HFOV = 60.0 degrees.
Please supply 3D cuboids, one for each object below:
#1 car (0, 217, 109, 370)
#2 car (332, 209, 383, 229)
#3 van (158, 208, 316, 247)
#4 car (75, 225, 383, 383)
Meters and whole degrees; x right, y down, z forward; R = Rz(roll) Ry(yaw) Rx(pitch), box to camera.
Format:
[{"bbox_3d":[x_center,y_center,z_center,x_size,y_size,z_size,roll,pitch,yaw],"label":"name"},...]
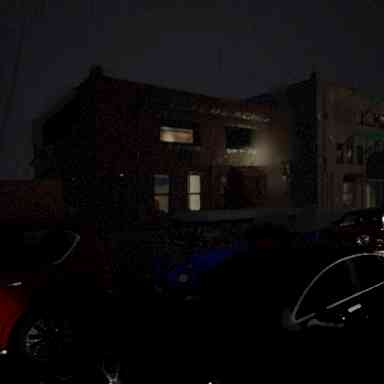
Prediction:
[{"bbox_3d":[-3.414,1.323,4.126,5.009,1.841,2.192,-1,0,-36],"label":"car"},{"bbox_3d":[5.587,1.301,10.616,4.097,1.590,1.967,-1,0,-36],"label":"car"},{"bbox_3d":[1.085,1.276,7.371,3.998,1.788,1.690,-1,0,-36],"label":"van"},{"bbox_3d":[1.286,1.460,4.317,4.892,1.490,1.837,-1,1,-36],"label":"car"}]
